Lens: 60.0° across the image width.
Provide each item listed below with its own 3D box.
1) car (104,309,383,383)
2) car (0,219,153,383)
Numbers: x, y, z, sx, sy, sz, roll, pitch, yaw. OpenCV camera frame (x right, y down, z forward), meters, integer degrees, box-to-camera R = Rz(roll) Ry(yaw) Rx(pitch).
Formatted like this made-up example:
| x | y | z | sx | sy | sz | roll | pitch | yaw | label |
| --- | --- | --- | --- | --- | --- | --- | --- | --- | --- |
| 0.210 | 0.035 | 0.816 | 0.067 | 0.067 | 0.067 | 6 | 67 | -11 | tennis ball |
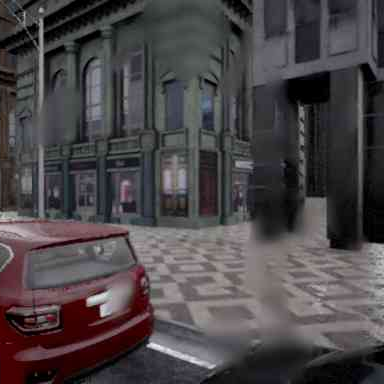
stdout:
| x | y | z | sx | sy | sz | roll | pitch | yaw | label |
| --- | --- | --- | --- | --- | --- | --- | --- | --- | --- |
| 1.772 | 1.564 | 1.698 | 4.313 | 1.339 | 1.947 | 0 | 0 | 35 | car |
| -2.825 | 1.336 | 4.962 | 5.009 | 1.841 | 2.192 | 0 | 0 | 35 | car |
